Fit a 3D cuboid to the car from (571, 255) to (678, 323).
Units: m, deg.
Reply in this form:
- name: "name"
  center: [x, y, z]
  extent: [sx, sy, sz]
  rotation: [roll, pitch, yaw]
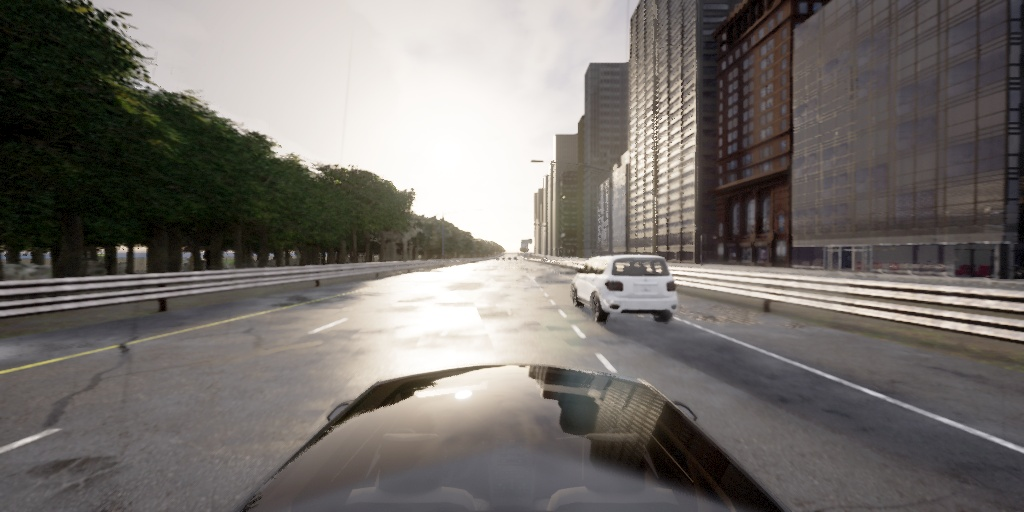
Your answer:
- name: "car"
  center: [3.520, 0.981, 12.229]
  extent: [2.150, 2.045, 5.566]
  rotation: [0, 0, -1]
